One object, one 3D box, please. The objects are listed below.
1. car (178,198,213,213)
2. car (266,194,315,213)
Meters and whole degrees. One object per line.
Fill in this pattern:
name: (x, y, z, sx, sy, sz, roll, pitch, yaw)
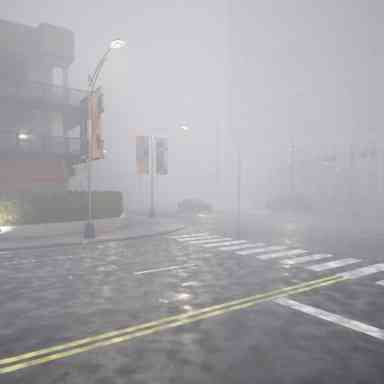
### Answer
car: (0.300, 1.478, 37.145, 1.882, 1.535, 5.008, 0, 0, -35)
car: (10.723, 1.221, 36.491, 2.150, 2.045, 5.566, 0, 0, -35)
